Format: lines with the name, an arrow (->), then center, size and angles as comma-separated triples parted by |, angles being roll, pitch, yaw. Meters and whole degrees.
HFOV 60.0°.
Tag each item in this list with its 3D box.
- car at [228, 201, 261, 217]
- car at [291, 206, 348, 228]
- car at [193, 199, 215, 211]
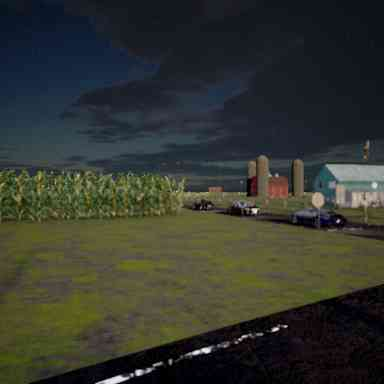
car -> 5.324, 1.677, 34.386 | 2.128, 1.511, 4.902 | 0, 0, -18
car -> 8.864, 1.710, 23.432 | 1.994, 1.385, 4.181 | 0, 0, -18
car -> 1.610, 1.740, 45.925 | 1.837, 1.490, 4.892 | 0, 0, -18
